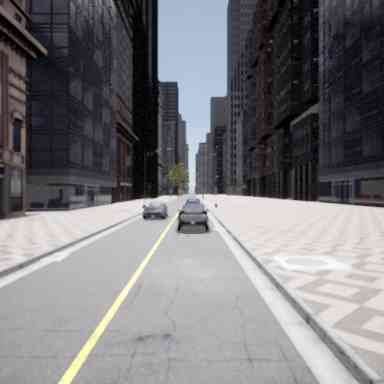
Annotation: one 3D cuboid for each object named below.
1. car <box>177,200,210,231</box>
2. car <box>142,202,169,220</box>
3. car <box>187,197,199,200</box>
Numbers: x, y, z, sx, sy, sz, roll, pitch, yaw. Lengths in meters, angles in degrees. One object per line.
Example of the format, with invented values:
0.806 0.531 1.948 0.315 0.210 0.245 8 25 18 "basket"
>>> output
0.079 1.476 20.555 2.128 1.511 4.902 0 0 0 "car"
-2.998 1.523 28.343 2.033 1.411 5.357 0 0 0 "car"
0.115 1.436 42.451 1.882 1.535 5.008 0 0 0 "car"
